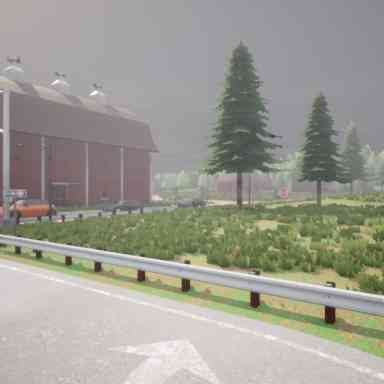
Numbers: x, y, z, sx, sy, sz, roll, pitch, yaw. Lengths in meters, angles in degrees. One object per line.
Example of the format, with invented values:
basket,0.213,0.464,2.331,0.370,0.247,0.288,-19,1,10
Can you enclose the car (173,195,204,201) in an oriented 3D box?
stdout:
car,-0.049,1.532,45.180,1.837,1.490,4.892,0,0,37

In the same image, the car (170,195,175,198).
car,-4.257,1.532,85.469,1.816,1.474,4.193,0,0,36

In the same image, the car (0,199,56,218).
car,-13.484,1.378,27.060,2.097,1.767,4.553,0,0,37

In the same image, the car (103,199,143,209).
car,-7.311,1.531,35.393,1.837,1.490,4.892,0,0,37
